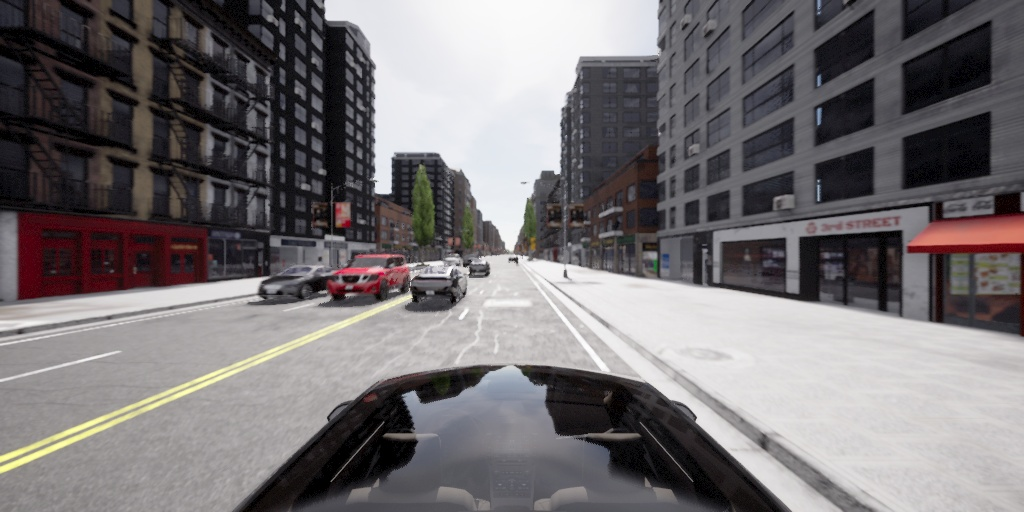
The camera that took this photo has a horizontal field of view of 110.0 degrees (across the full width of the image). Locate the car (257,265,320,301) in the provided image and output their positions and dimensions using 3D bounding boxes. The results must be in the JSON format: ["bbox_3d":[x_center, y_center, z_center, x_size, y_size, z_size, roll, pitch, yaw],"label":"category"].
[{"bbox_3d":[-9.847,1.187,17.143,2.128,1.511,4.902,0,0,0],"label":"car"}]

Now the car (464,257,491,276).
[{"bbox_3d":[-3.145,1.114,35.556,2.128,1.511,4.902,0,0,0],"label":"car"}]

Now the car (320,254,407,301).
[{"bbox_3d":[-6.598,0.918,17.315,2.150,2.045,5.566,0,0,0],"label":"car"}]

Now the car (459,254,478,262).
[{"bbox_3d":[-6.536,0.740,57.249,2.150,2.045,5.566,0,0,1],"label":"car"}]

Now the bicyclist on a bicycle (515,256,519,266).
[{"bbox_3d":[0.902,0.862,62.831,0.659,1.776,1.843,0,1,0],"label":"bicyclist on a bicycle"}]

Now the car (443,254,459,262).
[{"bbox_3d":[-9.778,0.733,59.138,2.150,2.045,5.566,0,0,1],"label":"car"}]

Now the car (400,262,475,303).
[{"bbox_3d":[-3.148,1.190,16.250,2.128,1.511,4.902,0,0,0],"label":"car"}]
